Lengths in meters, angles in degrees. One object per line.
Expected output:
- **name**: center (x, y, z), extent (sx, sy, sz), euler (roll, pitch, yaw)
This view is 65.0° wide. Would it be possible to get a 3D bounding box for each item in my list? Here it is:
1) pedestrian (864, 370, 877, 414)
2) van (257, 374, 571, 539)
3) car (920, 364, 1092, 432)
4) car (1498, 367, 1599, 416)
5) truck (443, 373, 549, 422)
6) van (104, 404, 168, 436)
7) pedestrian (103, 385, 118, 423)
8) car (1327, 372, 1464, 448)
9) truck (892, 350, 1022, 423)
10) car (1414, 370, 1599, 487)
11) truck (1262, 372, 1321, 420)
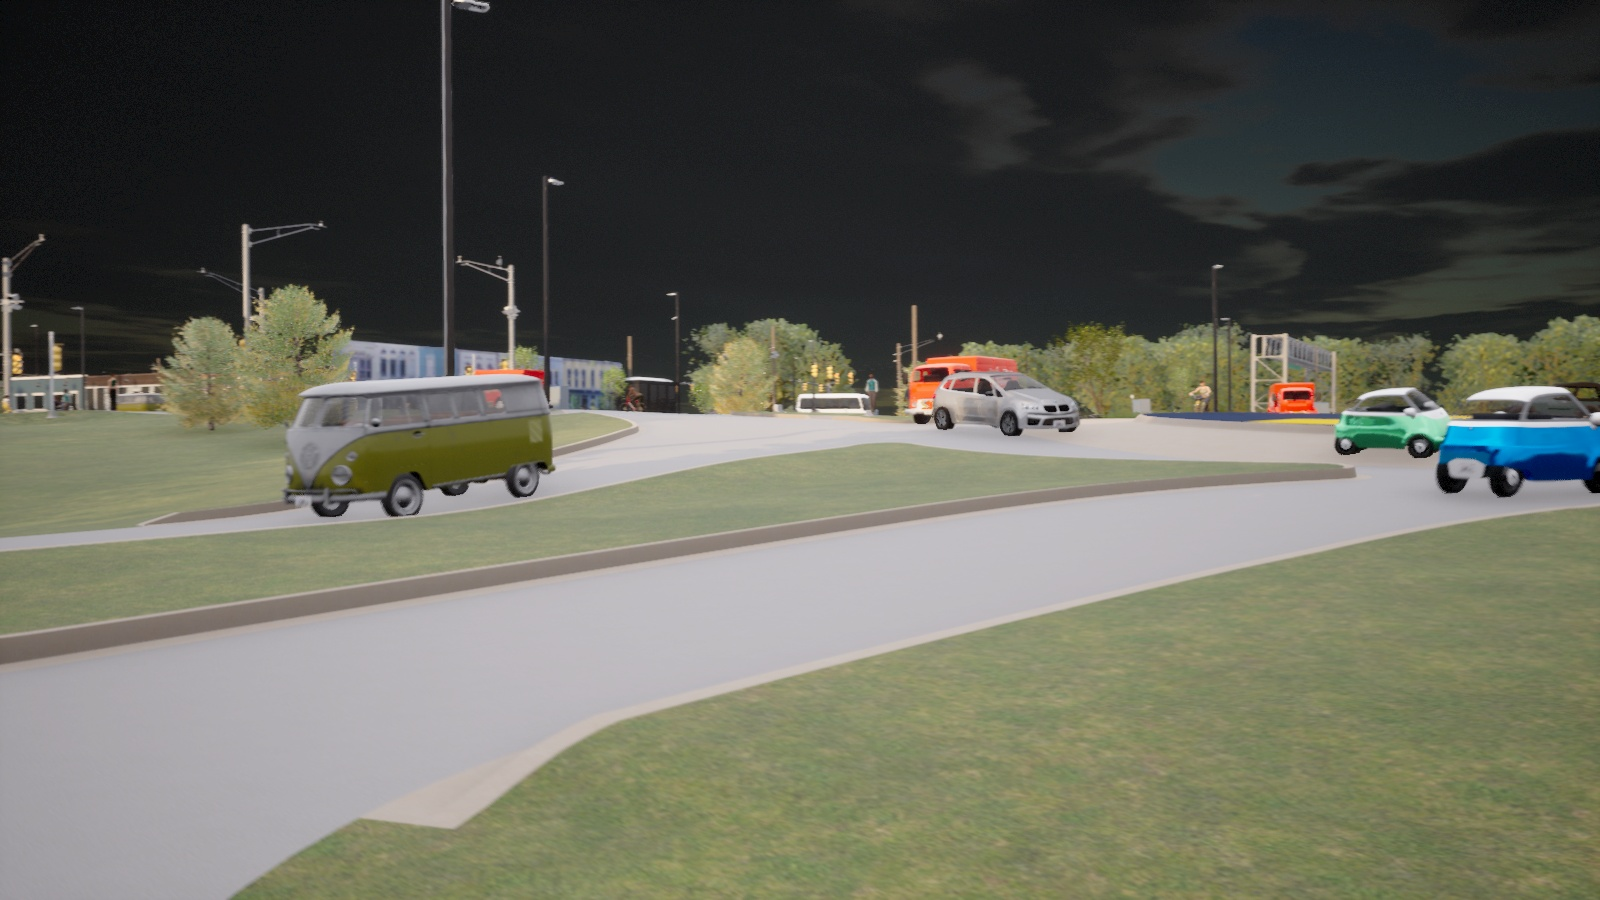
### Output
- **pedestrian**: center (3.154, -2.611, 56.234), extent (0.396, 1.930, 0.692), euler (-2, 0, 12)
- **van**: center (-5.665, -0.007, 19.087), extent (1.775, 1.987, 4.442), euler (-1, 5, 28)
- **car**: center (5.637, -1.505, 34.912), extent (2.242, 1.667, 4.611), euler (-5, 5, -30)
- **car**: center (30.758, -2.400, 51.310), extent (3.866, 1.878, 1.905), euler (2, 1, 28)
- **truck**: center (-16.740, -2.851, 69.148), extent (5.204, 2.467, 2.627), euler (-1, 0, 26)
- **van**: center (-44.600, -1.994, 84.327), extent (4.442, 1.987, 1.775), euler (-1, 0, 32)
- **pedestrian**: center (-33.243, -2.217, 60.560), extent (0.594, 1.836, 0.345), euler (-2, 0, 32)
- **car**: center (12.414, -0.826, 26.181), extent (2.207, 1.376, 1.481), euler (0, 8, 42)
- **truck**: center (5.923, -2.316, 46.697), extent (2.627, 2.467, 5.204), euler (-1, 1, 35)
- **car**: center (9.372, -0.311, 16.291), extent (2.207, 1.376, 1.481), euler (-3, 3, -27)
- **truck**: center (27.562, -3.000, 70.570), extent (2.627, 2.467, 5.204), euler (-1, 1, 17)
